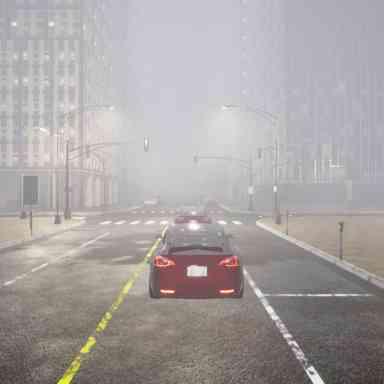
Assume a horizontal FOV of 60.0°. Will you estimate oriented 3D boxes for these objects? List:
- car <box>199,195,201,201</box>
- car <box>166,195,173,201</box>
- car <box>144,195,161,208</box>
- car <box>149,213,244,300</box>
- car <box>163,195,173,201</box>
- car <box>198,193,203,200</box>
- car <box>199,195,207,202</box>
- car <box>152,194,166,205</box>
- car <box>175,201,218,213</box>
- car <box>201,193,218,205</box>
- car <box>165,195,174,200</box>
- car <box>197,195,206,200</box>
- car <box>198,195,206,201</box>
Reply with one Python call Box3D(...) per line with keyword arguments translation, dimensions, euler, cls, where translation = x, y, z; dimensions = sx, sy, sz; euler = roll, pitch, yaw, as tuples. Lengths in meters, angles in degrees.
Box3D(translation=(2.665, 1.497, 53.895), dimensions=(2.008, 1.369, 4.403), euler=(0, 0, 0), cls="car")
Box3D(translation=(-5.868, 1.435, 76.577), dimensions=(1.887, 1.381, 4.507), euler=(0, 0, 0), cls="car")
Box3D(translation=(-5.930, 1.483, 48.027), dimensions=(1.752, 1.417, 4.829), euler=(0, 0, 0), cls="car")
Box3D(translation=(0.079, 1.502, 8.457), dimensions=(2.163, 1.488, 4.792), euler=(0, 0, 0), cls="car")
Box3D(translation=(-5.881, 1.425, 82.252), dimensions=(2.008, 1.369, 4.403), euler=(0, 0, 0), cls="car")
Box3D(translation=(2.528, 1.220, 70.917), dimensions=(2.192, 1.841, 5.009), euler=(0, 0, 0), cls="car")
Box3D(translation=(2.513, 1.415, 76.762), dimensions=(1.752, 1.417, 4.829), euler=(0, 0, 0), cls="car")
Box3D(translation=(-5.913, 1.261, 53.875), dimensions=(2.192, 1.841, 5.009), euler=(0, 0, 0), cls="car")
Box3D(translation=(0.048, 1.496, 18.452), dimensions=(2.163, 1.488, 4.792), euler=(0, 0, 0), cls="car")
Box3D(translation=(2.710, 1.398, 48.216), dimensions=(1.967, 1.590, 4.097), euler=(0, 0, 0), cls="car")
Box3D(translation=(-5.894, 1.407, 87.928), dimensions=(2.008, 1.369, 4.403), euler=(0, 0, 0), cls="car")
Box3D(translation=(2.486, 1.407, 87.940), dimensions=(2.008, 1.369, 4.403), euler=(0, 0, 0), cls="car")
Box3D(translation=(2.500, 1.419, 82.266), dimensions=(1.887, 1.381, 4.507), euler=(0, 0, 0), cls="car")
